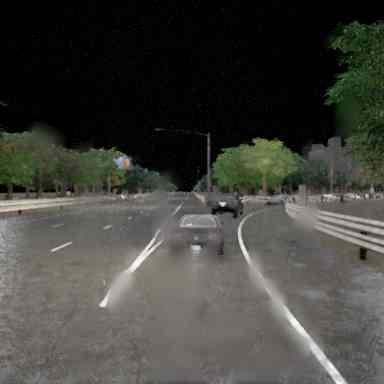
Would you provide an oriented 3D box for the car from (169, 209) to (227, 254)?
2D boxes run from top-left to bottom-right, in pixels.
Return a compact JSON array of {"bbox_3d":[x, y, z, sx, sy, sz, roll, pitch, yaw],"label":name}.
[{"bbox_3d":[0.329,1.561,13.281,1.895,1.301,4.718,0,0,5],"label":"car"}]

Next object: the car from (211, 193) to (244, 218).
[{"bbox_3d":[3.220,1.133,29.494,2.150,2.045,5.566,0,0,16],"label":"car"}]

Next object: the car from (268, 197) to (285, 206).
[{"bbox_3d":[13.356,1.395,52.091,1.994,1.385,4.181,0,0,32],"label":"car"}]
